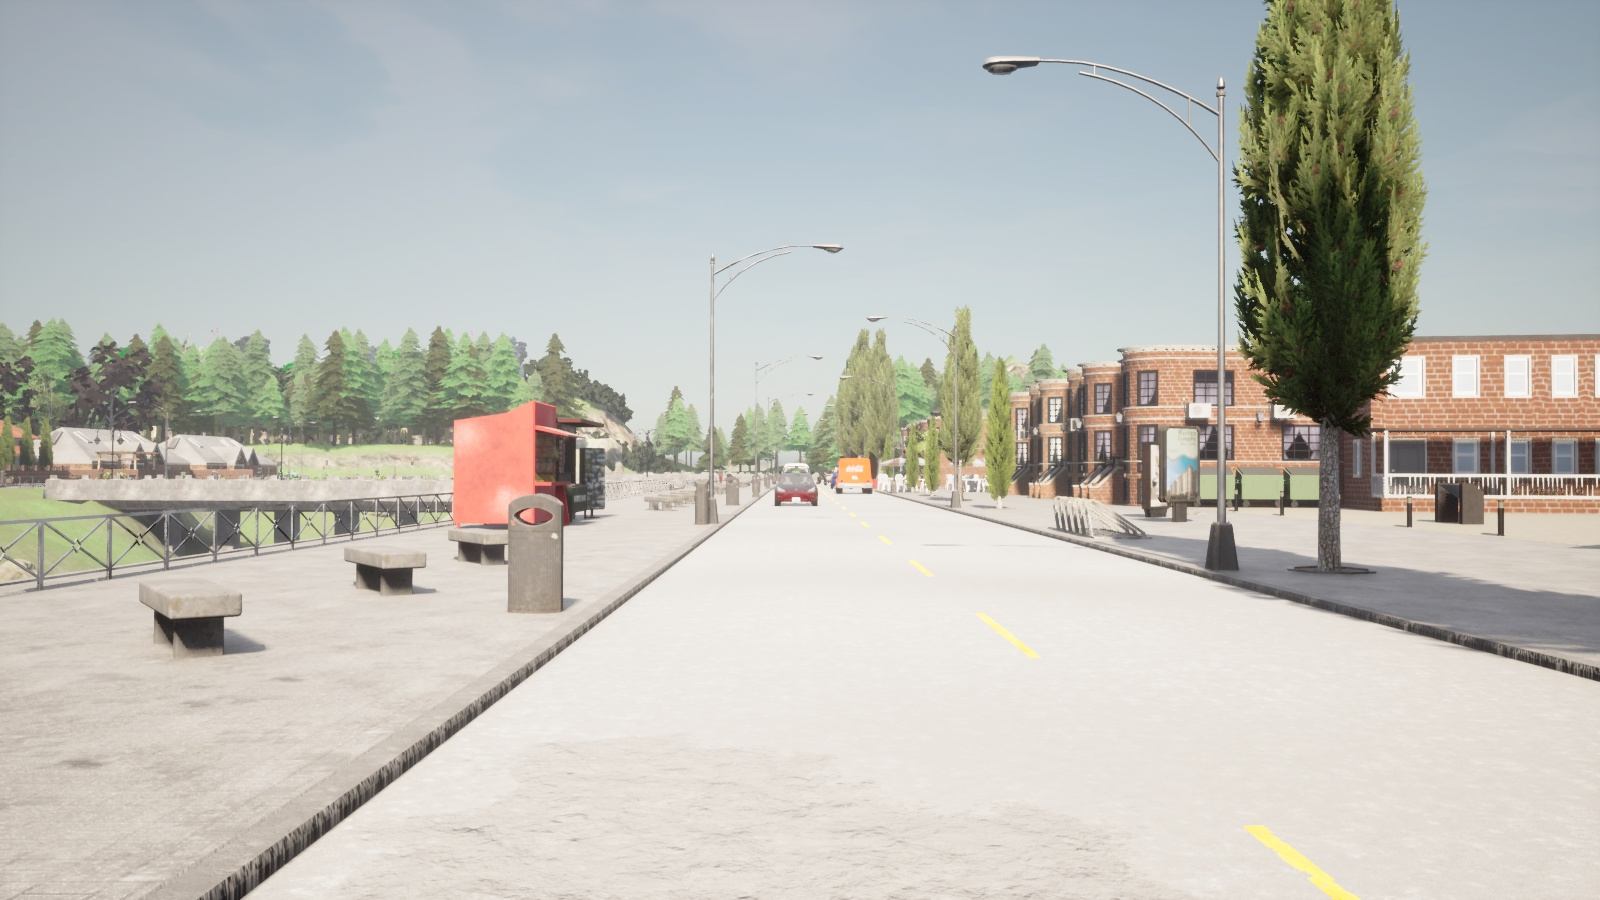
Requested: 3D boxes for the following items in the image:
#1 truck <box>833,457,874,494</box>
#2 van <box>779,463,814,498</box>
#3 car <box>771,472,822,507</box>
[{"bbox_3d":[3.753,1.794,88.412,2.627,2.467,5.204,0,-1,0],"label":"truck"},{"bbox_3d":[-0.209,1.800,75.269,2.069,2.038,4.480,0,-1,0],"label":"van"},{"bbox_3d":[-0.157,1.765,56.685,2.163,1.488,4.792,0,-1,0],"label":"car"}]
